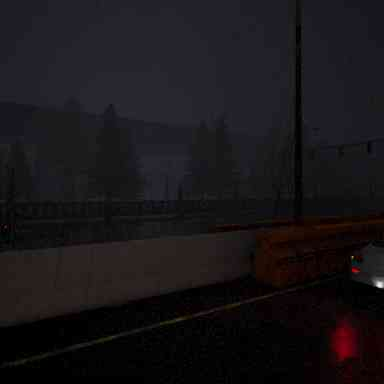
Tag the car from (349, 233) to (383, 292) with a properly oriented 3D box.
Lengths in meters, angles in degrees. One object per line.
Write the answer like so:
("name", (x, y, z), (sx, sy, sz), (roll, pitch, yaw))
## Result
("car", (5.435, 1.527, 7.626), (4.674, 1.442, 1.812), (1, 0, -36))
